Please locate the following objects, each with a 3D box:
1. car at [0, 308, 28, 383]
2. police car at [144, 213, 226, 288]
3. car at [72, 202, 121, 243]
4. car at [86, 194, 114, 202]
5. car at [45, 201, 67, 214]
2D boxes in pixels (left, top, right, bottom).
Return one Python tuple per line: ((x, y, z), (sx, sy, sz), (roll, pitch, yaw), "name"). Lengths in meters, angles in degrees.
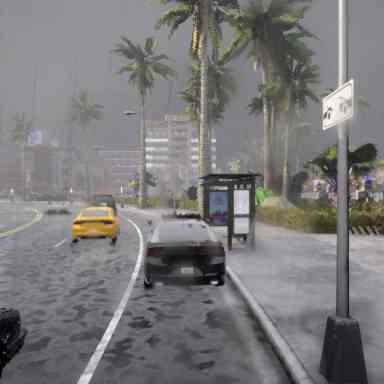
((-2.961, 1.546, 1.773), (2.033, 1.411, 5.357), (0, 0, -2), "car")
((-0.319, 1.424, 9.464), (1.930, 1.638, 5.238), (0, 0, -5), "police car")
((-4.577, 1.475, 16.344), (1.882, 1.535, 5.008), (0, 0, -10), "car")
((-8.150, 1.216, 29.746), (2.150, 2.045, 5.566), (0, 0, -20), "car")
((-14.678, 1.591, 35.875), (1.895, 1.301, 4.718), (0, 0, -27), "car")
